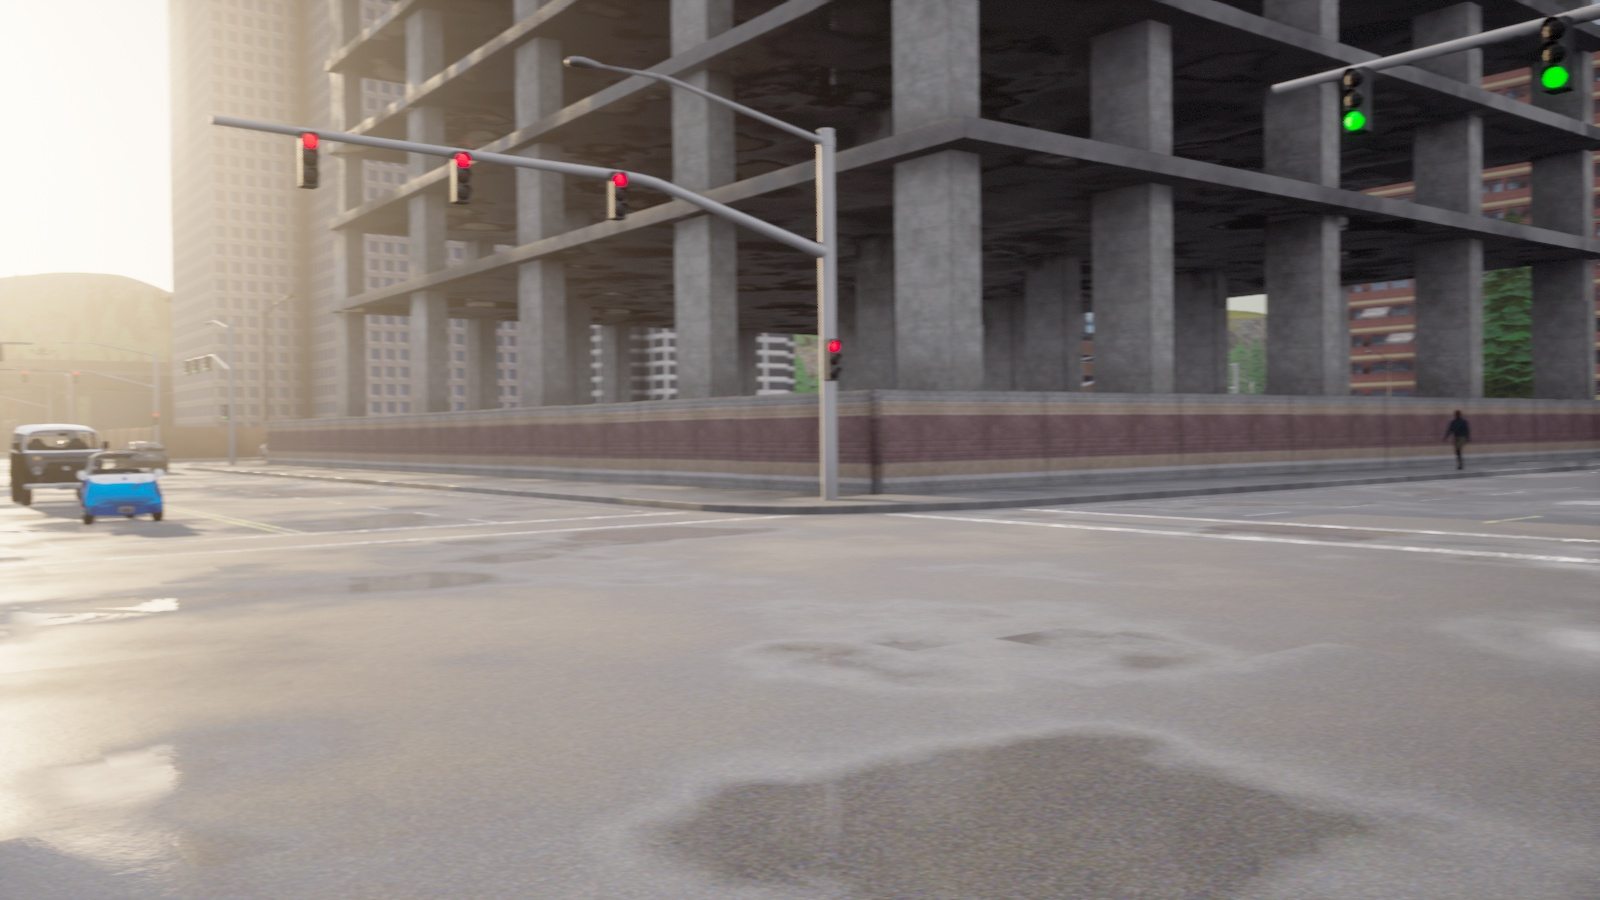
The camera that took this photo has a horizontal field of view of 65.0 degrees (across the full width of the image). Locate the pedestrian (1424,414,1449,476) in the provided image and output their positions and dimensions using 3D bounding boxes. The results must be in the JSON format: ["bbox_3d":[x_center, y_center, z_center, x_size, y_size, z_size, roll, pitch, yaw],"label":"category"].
[{"bbox_3d":[18.973,-0.165,37.458,0.726,1.835,0.370,-1,1,-36],"label":"pedestrian"}]

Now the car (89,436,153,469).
[{"bbox_3d":[-32.655,0.096,60.338,2.007,1.525,4.514,-1,1,-38],"label":"car"}]

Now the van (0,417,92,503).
[{"bbox_3d":[-19.640,0.208,32.076,2.069,2.038,4.480,-1,1,-38],"label":"van"}]

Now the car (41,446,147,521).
[{"bbox_3d":[-13.859,0.618,24.611,1.481,1.376,2.207,-1,1,-38],"label":"car"}]
